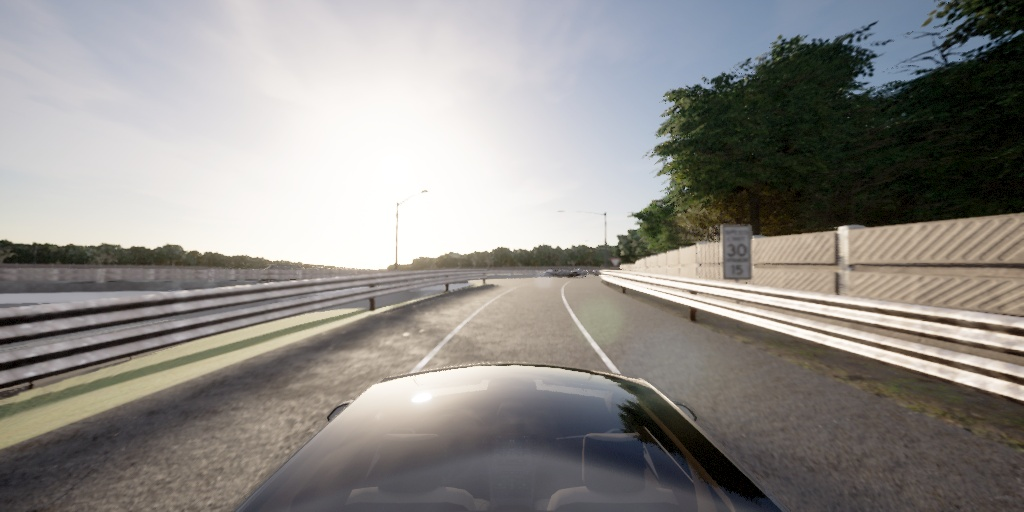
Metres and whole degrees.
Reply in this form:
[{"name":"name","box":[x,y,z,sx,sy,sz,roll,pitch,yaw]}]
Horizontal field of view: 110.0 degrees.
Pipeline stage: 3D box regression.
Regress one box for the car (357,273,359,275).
[{"name":"car","box":[-18.623,2.062,38.690,4.181,1.385,1.994,2,-3,-43]}]

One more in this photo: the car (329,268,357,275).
[{"name":"car","box":[-18.117,1.835,34.639,4.902,1.511,2.128,2,-3,-40]}]

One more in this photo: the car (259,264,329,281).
[{"name":"car","box":[-18.180,1.489,29.824,4.553,1.767,2.097,2,-3,-41]}]
